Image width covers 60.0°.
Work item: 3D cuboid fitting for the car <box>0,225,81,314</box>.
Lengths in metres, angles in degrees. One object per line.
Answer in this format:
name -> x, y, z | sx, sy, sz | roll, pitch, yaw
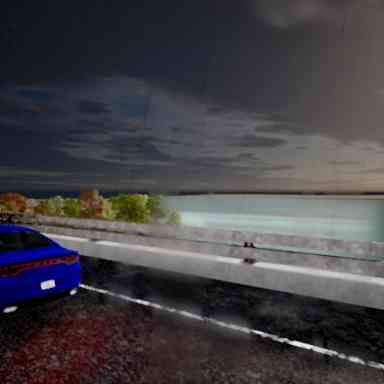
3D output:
car -> -4.520, 1.458, 7.251 | 5.008, 1.535, 1.882 | 0, 0, 36
